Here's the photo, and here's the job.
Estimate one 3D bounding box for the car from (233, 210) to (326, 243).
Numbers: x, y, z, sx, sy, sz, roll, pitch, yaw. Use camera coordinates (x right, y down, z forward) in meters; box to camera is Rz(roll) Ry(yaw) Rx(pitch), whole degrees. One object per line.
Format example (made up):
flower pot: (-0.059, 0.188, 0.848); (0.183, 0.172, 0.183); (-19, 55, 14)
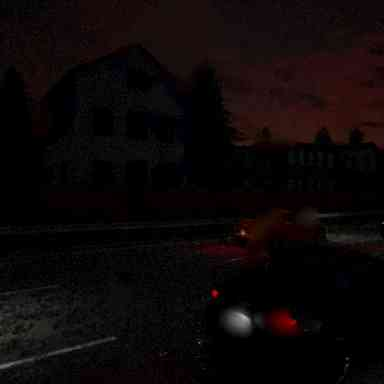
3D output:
car: (4.132, 1.573, 15.288); (5.008, 1.535, 1.882); (1, 0, -35)

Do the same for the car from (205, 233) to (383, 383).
car: (2.263, 1.601, 5.358); (4.181, 1.385, 1.994); (1, 0, -35)

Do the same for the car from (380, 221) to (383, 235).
car: (10.781, 1.630, 15.731); (4.902, 1.511, 2.128); (1, 0, -35)
